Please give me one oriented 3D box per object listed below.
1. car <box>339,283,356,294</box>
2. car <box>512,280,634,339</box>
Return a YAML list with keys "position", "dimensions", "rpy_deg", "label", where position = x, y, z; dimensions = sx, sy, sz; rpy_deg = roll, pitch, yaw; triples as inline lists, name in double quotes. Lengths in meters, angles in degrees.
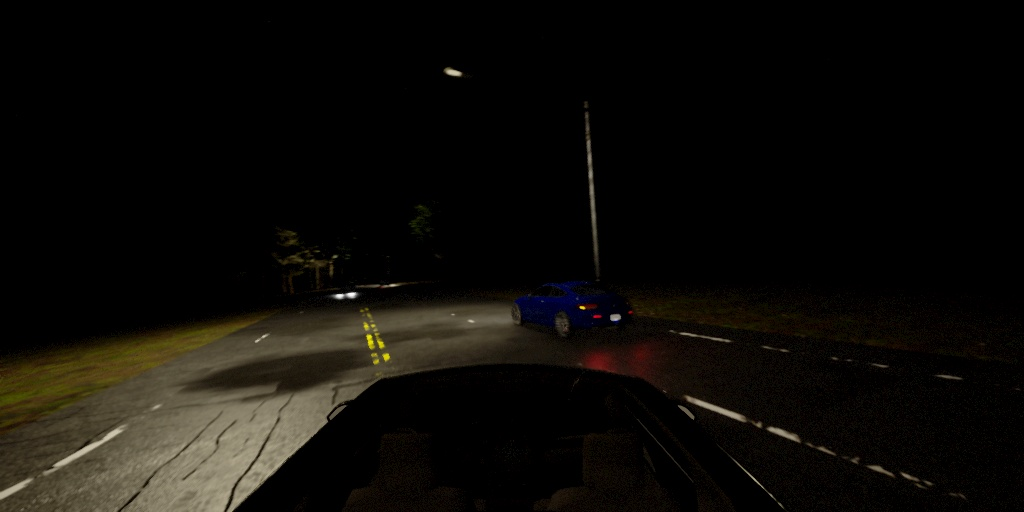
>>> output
- position: [-22.869, 4.468, 49.929]
  dimensions: [1.895, 1.301, 4.718]
  rpy_deg: [-3, -2, -19]
  label: "car"
- position: [1.586, 1.455, 10.802]
  dimensions: [1.812, 1.442, 4.674]
  rpy_deg: [-2, -2, -24]
  label: "car"
